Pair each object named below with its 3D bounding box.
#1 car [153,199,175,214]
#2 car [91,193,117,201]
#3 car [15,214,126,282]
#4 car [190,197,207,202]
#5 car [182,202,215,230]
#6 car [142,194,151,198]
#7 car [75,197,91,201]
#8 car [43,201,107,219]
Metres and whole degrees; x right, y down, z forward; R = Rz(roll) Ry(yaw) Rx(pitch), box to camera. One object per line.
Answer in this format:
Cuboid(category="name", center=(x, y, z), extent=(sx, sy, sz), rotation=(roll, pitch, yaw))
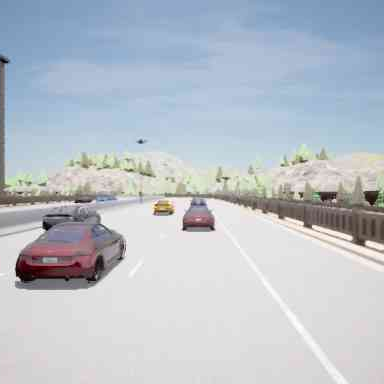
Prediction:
Cuboid(category="car", center=(-2.854, 1.477, 34.790), extent=(1.882, 1.535, 5.008), rotation=(0, 0, 1))
Cuboid(category="car", center=(-13.222, 1.214, 51.371), extent=(2.150, 2.045, 5.566), rotation=(0, 0, 1))
Cuboid(category="car", center=(-3.280, 1.562, 9.771), extent=(1.994, 1.385, 4.181), rotation=(0, 0, 1))
Cuboid(category="car", center=(0.777, 1.354, 42.133), extent=(2.097, 1.767, 4.553), rotation=(0, 0, 1))
Cuboid(category="car", center=(0.409, 1.565, 21.260), extent=(1.994, 1.385, 4.181), rotation=(0, 0, 1))
Cuboid(category="car", center=(-12.455, 1.313, 91.290), extent=(2.097, 1.767, 4.553), rotation=(0, 0, 1))
Cuboid(category="car", center=(-19.996, 1.594, 61.469), extent=(1.895, 1.301, 4.718), rotation=(0, 0, 1))
Cuboid(category="car", center=(-6.635, 1.487, 18.763), extent=(2.128, 1.511, 4.902), rotation=(0, 0, 1))
